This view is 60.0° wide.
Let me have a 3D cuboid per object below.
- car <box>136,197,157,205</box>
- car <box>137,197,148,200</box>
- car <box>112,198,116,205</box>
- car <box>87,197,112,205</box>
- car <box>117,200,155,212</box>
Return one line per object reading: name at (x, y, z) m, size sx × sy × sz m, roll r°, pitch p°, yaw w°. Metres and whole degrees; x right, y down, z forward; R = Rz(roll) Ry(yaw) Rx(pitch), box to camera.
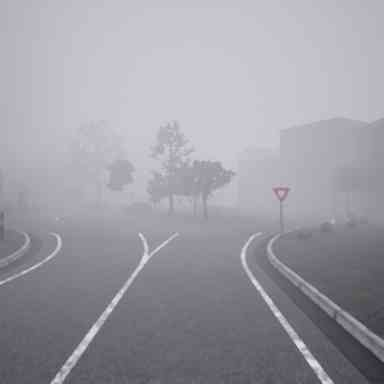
car at (-12.441, 2.465, 90.749) m, size 5.566 × 2.045 × 2.435 m, roll 0°, pitch -2°, yaw -2°
car at (-12.234, 2.401, 84.798) m, size 4.553 × 1.767 × 2.185 m, roll 0°, pitch -2°, yaw -2°
car at (-24.703, 2.515, 91.996) m, size 5.566 × 2.045 × 2.435 m, roll 0°, pitch -2°, yaw -2°
car at (-24.512, 2.337, 86.540) m, size 5.566 × 2.045 × 2.435 m, roll 0°, pitch -2°, yaw -2°
car at (-7.686, 2.138, 46.134) m, size 4.181 × 1.385 × 1.994 m, roll 1°, pitch -1°, yaw -26°
